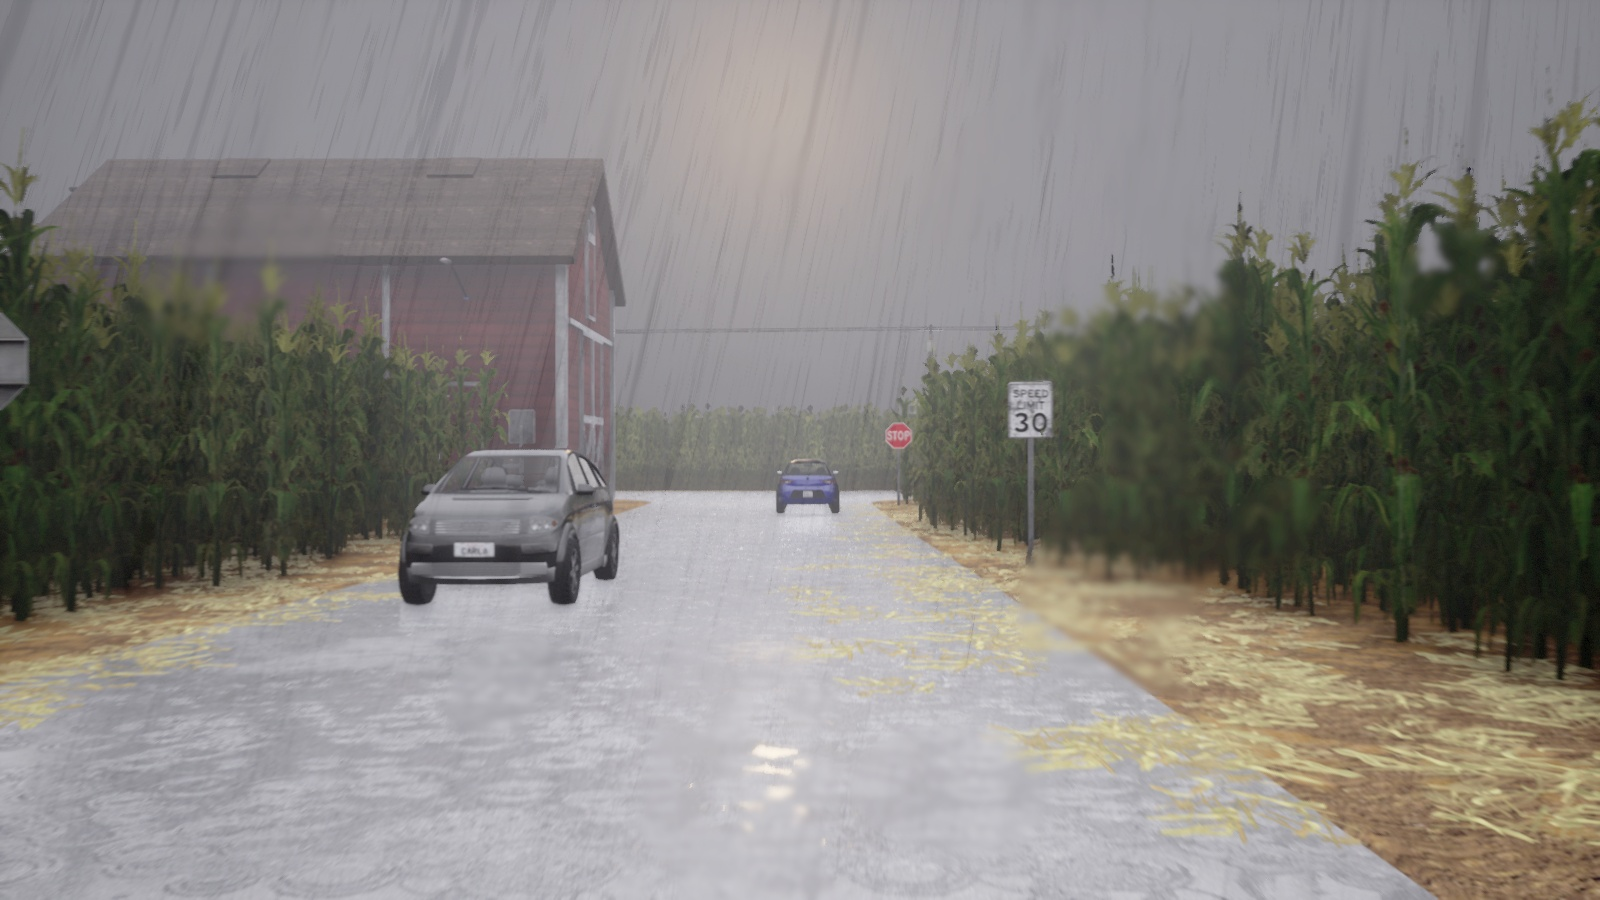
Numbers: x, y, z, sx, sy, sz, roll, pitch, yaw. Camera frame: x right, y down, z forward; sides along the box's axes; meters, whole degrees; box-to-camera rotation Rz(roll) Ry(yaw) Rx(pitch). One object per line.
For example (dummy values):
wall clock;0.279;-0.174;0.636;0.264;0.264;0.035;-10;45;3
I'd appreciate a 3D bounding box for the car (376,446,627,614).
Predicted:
car;-3.007;0.755;13.437;1.789;1.549;3.705;0;-1;0

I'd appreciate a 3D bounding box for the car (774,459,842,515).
car;0.220;0.999;35.494;1.816;1.474;4.193;0;0;0
